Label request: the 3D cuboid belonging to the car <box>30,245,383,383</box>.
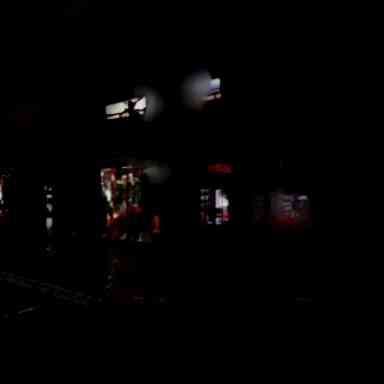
[{"bbox_3d":[1.058,1.314,2.132,5.009,1.841,2.192,0,0,35],"label":"car"}]
